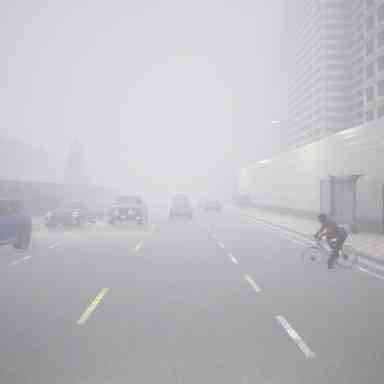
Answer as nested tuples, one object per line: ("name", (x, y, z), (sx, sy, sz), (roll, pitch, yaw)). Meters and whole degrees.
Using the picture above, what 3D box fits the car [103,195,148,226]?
("car", (-4.384, 1.222, 23.602), (2.150, 2.045, 5.566), (0, 0, -2))

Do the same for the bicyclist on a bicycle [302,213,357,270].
("bicyclist on a bicycle", (3.957, 1.436, 9.611), (1.656, 1.620, 0.582), (-2, 0, -2))

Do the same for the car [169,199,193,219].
("car", (-0.963, 1.562, 29.363), (1.994, 1.385, 4.181), (0, 0, -2))

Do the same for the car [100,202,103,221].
("car", (-7.987, 1.563, 27.170), (1.994, 1.385, 4.181), (0, 0, -2))

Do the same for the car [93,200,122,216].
("car", (-8.255, 1.563, 32.873), (1.994, 1.385, 4.181), (0, 0, -2))

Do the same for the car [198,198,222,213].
("car", (2.221, 1.490, 37.716), (2.128, 1.511, 4.902), (0, 0, -2))

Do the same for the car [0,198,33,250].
("car", (-7.487, 1.224, 11.362), (2.150, 2.045, 5.566), (0, 0, -2))

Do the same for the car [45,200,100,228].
("car", (-7.878, 1.350, 21.897), (2.097, 1.767, 4.553), (0, 0, -2))

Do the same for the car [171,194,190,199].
("car", (-1.485, 1.220, 43.366), (2.150, 2.045, 5.566), (0, 0, -4))
